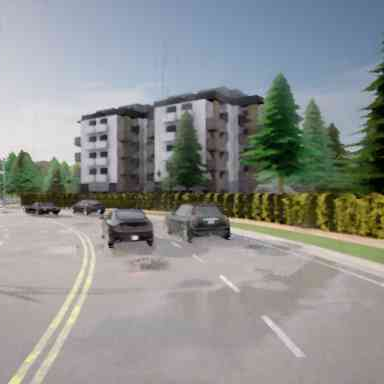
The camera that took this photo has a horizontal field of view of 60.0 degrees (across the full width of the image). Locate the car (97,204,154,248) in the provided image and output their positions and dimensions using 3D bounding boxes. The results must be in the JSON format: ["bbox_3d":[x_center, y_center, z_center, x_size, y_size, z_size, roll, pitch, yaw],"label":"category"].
[{"bbox_3d":[-3.014,1.505,15.031,1.837,1.490,4.892,0,0,-20],"label":"car"}]

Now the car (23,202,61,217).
[{"bbox_3d":[-14.821,1.665,32.672,4.718,1.301,1.895,0,0,43],"label":"car"}]

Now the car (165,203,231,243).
[{"bbox_3d":[0.121,1.326,16.427,2.097,1.767,4.553,-1,0,-19],"label":"car"}]

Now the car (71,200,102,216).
[{"bbox_3d":[-10.370,1.534,33.050,1.837,1.490,4.892,0,0,-43],"label":"car"}]
